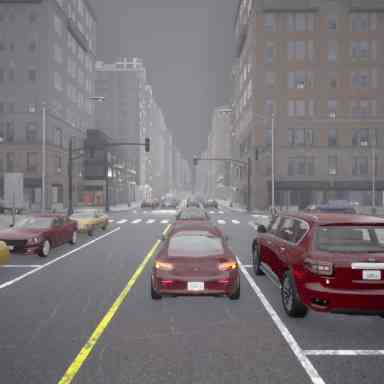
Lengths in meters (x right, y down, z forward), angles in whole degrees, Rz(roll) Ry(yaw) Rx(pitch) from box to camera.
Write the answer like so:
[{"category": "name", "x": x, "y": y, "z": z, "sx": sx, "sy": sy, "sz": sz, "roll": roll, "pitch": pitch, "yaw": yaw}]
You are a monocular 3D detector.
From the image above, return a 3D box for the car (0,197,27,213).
[{"category": "car", "x": -17.290, "y": 1.199, "z": 29.764, "sx": 4.553, "sy": 1.767, "sz": 2.097, "roll": 1, "pitch": -1, "yaw": 0}]

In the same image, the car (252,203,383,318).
[{"category": "car", "x": 2.671, "y": 1.317, "z": 7.337, "sx": 2.192, "sy": 1.841, "sz": 5.009, "roll": 1, "pitch": 0, "yaw": 0}]

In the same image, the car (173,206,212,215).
[{"category": "car", "x": 0.046, "y": 1.605, "z": 17.468, "sx": 1.895, "sy": 1.301, "sz": 4.718, "roll": 0, "pitch": 0, "yaw": 0}]

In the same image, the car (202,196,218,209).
[{"category": "car", "x": 2.631, "y": 1.593, "z": 45.605, "sx": 1.802, "sy": 1.307, "sz": 4.206, "roll": 1, "pitch": 0, "yaw": 0}]

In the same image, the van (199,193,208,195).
[{"category": "van", "x": 2.616, "y": 1.359, "z": 62.626, "sx": 1.690, "sy": 1.788, "sz": 3.998, "roll": 1, "pitch": 0, "yaw": 0}]

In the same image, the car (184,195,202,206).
[{"category": "car", "x": 0.115, "y": 1.560, "z": 49.917, "sx": 2.033, "sy": 1.411, "sz": 5.357, "roll": 0, "pitch": 0, "yaw": -1}]

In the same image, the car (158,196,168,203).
[{"category": "car", "x": -5.917, "y": 1.602, "z": 68.297, "sx": 1.802, "sy": 1.307, "sz": 4.206, "roll": 1, "pitch": 0, "yaw": 0}]

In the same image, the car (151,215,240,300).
[{"category": "car", "x": 0.077, "y": 1.528, "z": 8.290, "sx": 1.812, "sy": 1.442, "sz": 4.674, "roll": 0, "pitch": 0, "yaw": 0}]

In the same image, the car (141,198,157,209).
[{"category": "car", "x": -5.895, "y": 1.556, "z": 45.606, "sx": 1.887, "sy": 1.381, "sz": 4.507, "roll": 1, "pitch": 0, "yaw": 0}]

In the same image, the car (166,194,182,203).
[{"category": "car", "x": -3.143, "y": 1.562, "z": 55.368, "sx": 2.033, "sy": 1.411, "sz": 5.357, "roll": 0, "pitch": 0, "yaw": 0}]

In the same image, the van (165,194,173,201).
[{"category": "van", "x": -5.932, "y": 1.372, "z": 85.316, "sx": 1.690, "sy": 1.788, "sz": 3.998, "roll": 1, "pitch": 0, "yaw": 0}]

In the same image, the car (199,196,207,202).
[{"category": "car", "x": 2.597, "y": 1.609, "z": 79.645, "sx": 1.802, "sy": 1.307, "sz": 4.206, "roll": 1, "pitch": 0, "yaw": 0}]

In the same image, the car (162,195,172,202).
[{"category": "car", "x": -5.927, "y": 1.467, "z": 79.643, "sx": 1.967, "sy": 1.590, "sz": 4.097, "roll": 1, "pitch": 0, "yaw": 0}]

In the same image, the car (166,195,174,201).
[{"category": "car", "x": -5.940, "y": 1.616, "z": 90.988, "sx": 1.802, "sy": 1.307, "sz": 4.206, "roll": 1, "pitch": 0, "yaw": 0}]

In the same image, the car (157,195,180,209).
[{"category": "car", "x": -3.129, "y": 1.503, "z": 45.517, "sx": 2.128, "sy": 1.511, "sz": 4.902, "roll": 0, "pitch": 0, "yaw": 1}]

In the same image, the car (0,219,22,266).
[{"category": "car", "x": -5.856, "y": 1.527, "z": 7.167, "sx": 1.752, "sy": 1.417, "sz": 4.829, "roll": 1, "pitch": 0, "yaw": 0}]

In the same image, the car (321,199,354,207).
[{"category": "car", "x": 13.566, "y": 1.503, "z": 32.822, "sx": 4.553, "sy": 1.767, "sz": 2.097, "roll": 0, "pitch": -1, "yaw": 0}]

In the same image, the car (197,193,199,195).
[{"category": "car", "x": 2.611, "y": 1.335, "z": 68.299, "sx": 2.192, "sy": 1.841, "sz": 5.009, "roll": 1, "pitch": 0, "yaw": 0}]

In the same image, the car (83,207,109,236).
[{"category": "car", "x": -5.868, "y": 1.529, "z": 18.416, "sx": 1.752, "sy": 1.417, "sz": 4.829, "roll": 1, "pitch": 0, "yaw": 0}]

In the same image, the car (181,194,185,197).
[{"category": "car", "x": -3.096, "y": 1.567, "z": 65.797, "sx": 2.033, "sy": 1.411, "sz": 5.357, "roll": 0, "pitch": 0, "yaw": 1}]

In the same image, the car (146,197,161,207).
[{"category": "car", "x": -5.900, "y": 1.558, "z": 51.279, "sx": 1.887, "sy": 1.381, "sz": 4.507, "roll": 1, "pitch": 0, "yaw": 0}]

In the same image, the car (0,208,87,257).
[{"category": "car", "x": -5.862, "y": 1.548, "z": 12.962, "sx": 1.887, "sy": 1.381, "sz": 4.507, "roll": 1, "pitch": 0, "yaw": 0}]
